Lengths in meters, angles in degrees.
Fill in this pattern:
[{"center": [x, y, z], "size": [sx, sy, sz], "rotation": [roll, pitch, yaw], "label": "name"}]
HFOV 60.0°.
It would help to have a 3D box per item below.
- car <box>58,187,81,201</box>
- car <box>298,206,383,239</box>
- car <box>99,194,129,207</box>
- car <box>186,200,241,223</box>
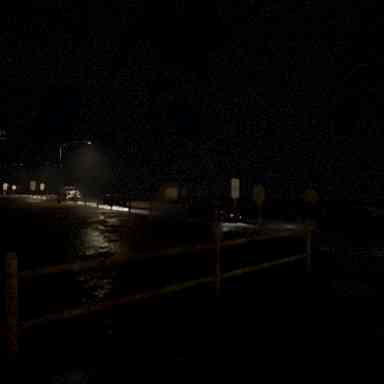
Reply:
[{"center": [-18.475, 0.250, 50.000], "size": [2.150, 2.045, 5.566], "rotation": [1, 0, -36], "label": "car"}, {"center": [8.017, 1.398, 16.693], "size": [2.033, 1.411, 5.357], "rotation": [1, 1, -35], "label": "car"}, {"center": [-8.416, 0.884, 35.751], "size": [1.994, 1.385, 4.181], "rotation": [1, 1, -35], "label": "car"}, {"center": [1.359, 1.207, 22.079], "size": [1.994, 1.385, 4.181], "rotation": [1, 1, -34], "label": "car"}]
